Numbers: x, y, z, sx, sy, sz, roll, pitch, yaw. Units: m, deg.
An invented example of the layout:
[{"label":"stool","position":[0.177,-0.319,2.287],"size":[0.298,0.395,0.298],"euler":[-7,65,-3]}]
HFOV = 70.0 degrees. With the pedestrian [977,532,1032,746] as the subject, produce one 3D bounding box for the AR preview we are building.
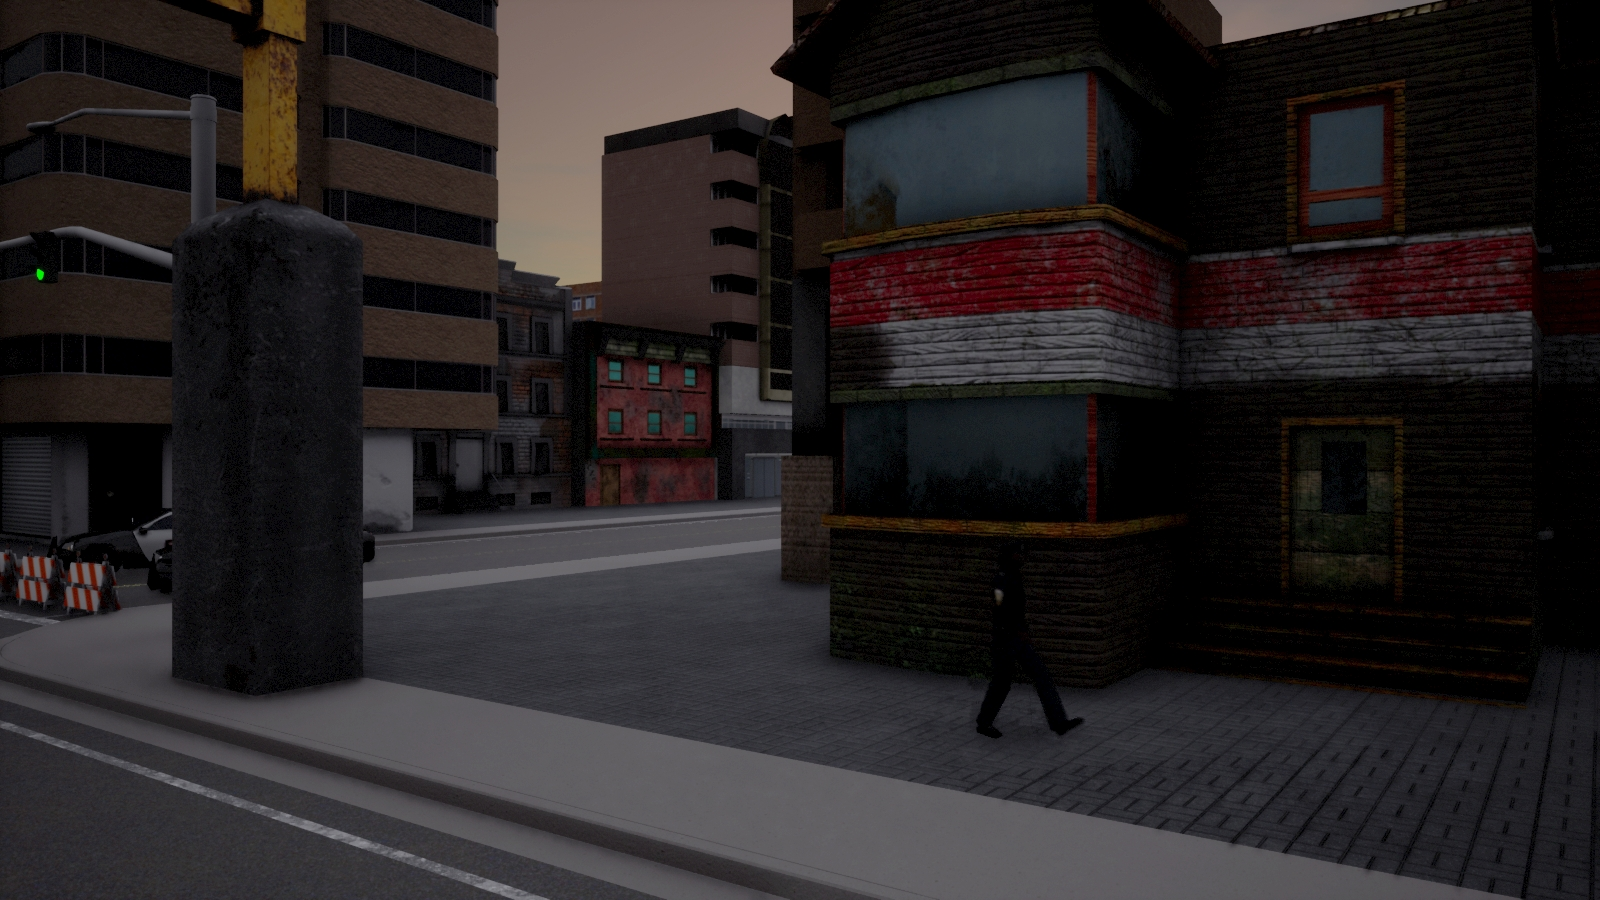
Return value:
[{"label":"pedestrian","position":[1.865,1.699,10.412],"size":[0.375,1.860,0.375],"euler":[0,0,36]}]
